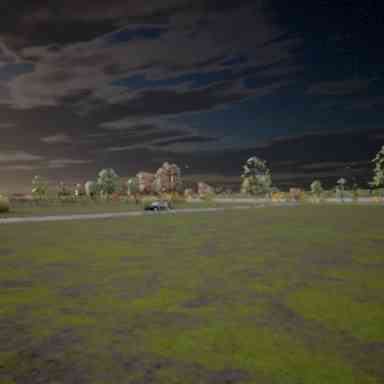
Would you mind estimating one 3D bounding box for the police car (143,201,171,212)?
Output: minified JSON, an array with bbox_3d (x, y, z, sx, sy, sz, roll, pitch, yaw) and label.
[{"bbox_3d":[-5.388,2.184,51.411,1.930,1.638,5.238,-1,-1,35],"label":"police car"}]
